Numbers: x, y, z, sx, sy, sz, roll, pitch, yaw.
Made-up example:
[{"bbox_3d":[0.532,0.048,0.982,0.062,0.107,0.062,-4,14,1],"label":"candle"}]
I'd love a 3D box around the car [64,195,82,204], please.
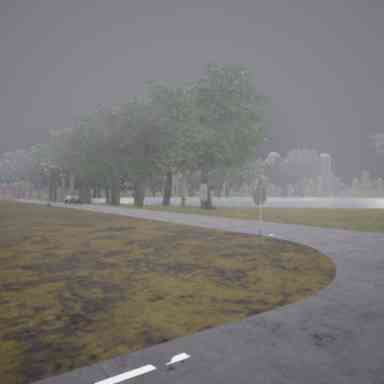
[{"bbox_3d":[-21.272,1.277,59.120,2.097,1.767,4.553,1,-1,-35],"label":"car"}]
